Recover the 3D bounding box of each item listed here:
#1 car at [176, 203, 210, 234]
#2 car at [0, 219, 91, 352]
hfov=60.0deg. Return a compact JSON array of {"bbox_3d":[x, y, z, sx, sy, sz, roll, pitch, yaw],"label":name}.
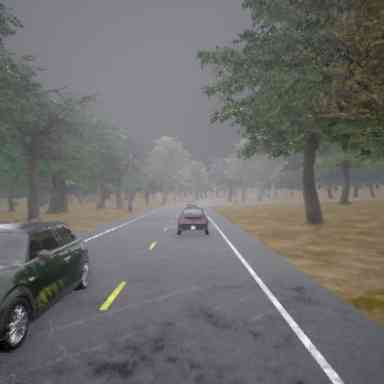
[{"bbox_3d":[0.074,1.710,20.650,1.837,1.490,4.892,0,0,0],"label":"car"},{"bbox_3d":[-3.530,1.407,6.220,2.097,1.767,4.553,0,0,0],"label":"car"}]
